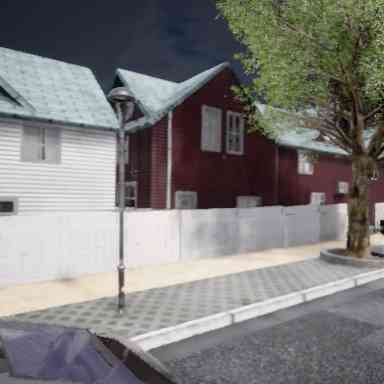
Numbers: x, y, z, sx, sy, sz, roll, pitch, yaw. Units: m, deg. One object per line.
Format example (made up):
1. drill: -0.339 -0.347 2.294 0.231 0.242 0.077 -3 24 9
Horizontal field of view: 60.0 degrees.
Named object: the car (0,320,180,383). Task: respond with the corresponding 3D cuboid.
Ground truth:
1. car: -1.962 1.563 1.655 4.181 1.385 1.994 0 0 -36
